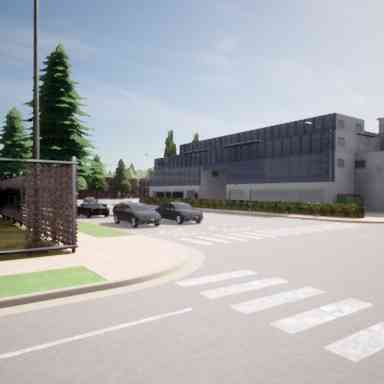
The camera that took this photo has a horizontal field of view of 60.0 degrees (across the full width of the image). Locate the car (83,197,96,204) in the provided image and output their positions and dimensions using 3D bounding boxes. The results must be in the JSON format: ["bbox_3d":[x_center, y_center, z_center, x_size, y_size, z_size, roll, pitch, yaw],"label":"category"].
[{"bbox_3d":[-19.859,1.612,64.489,1.895,1.301,4.718,0,0,-12],"label":"car"}]

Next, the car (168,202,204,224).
[{"bbox_3d":[-1.054,1.518,25.025,1.837,1.490,4.892,0,0,-35],"label":"car"}]

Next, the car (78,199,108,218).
[{"bbox_3d":[-9.164,1.615,30.492,1.895,1.301,4.718,0,0,-35],"label":"car"}]

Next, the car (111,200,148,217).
[{"bbox_3d":[-6.167,1.577,32.324,1.994,1.385,4.181,0,0,-35],"label":"car"}]

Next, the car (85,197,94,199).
[{"bbox_3d":[-11.895,1.614,40.536,1.895,1.301,4.718,0,0,-35],"label":"car"}]

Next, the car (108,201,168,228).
[{"bbox_3d":[-3.843,1.519,22.912,1.837,1.490,4.892,0,0,-35],"label":"car"}]
